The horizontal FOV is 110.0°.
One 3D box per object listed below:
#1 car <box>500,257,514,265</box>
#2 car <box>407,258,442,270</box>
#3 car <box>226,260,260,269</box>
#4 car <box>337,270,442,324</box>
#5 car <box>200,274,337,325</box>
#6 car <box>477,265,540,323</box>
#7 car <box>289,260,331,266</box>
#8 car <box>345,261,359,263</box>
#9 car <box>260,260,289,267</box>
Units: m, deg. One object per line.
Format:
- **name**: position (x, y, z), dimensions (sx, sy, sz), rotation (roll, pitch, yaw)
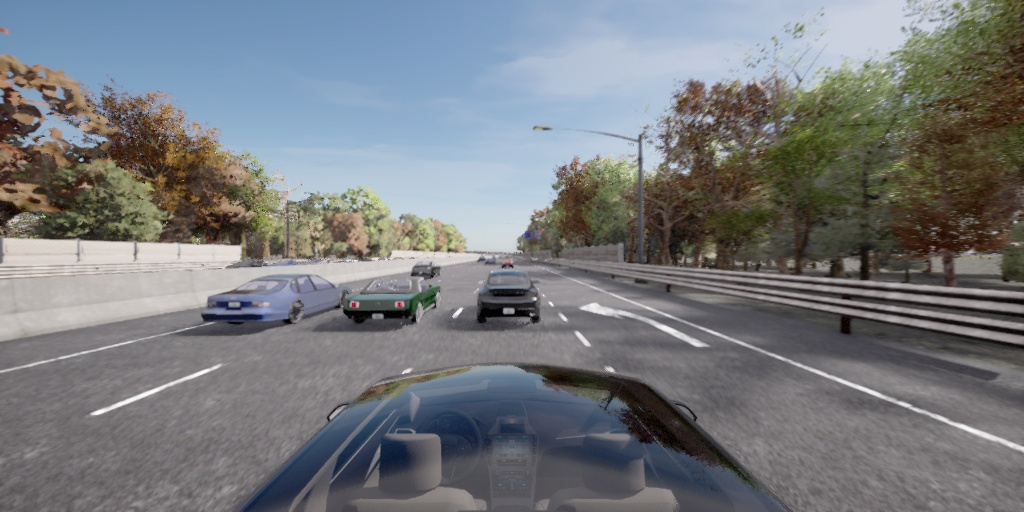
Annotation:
- **car**: position (-0.702, 1.182, 57.442), dimensions (1.895, 1.301, 4.718), rotation (0, 0, -1)
- **car**: position (-7.363, 1.161, 31.257), dimensions (2.128, 1.511, 4.902), rotation (0, 0, -1)
- **car**: position (-28.518, 1.177, 38.821), dimensions (1.837, 1.490, 4.892), rotation (0, 0, 0)
- **car**: position (-3.616, 1.325, 11.821), dimensions (1.895, 1.301, 4.718), rotation (0, 0, -1)
- **car**: position (-7.112, 1.276, 11.652), dimensions (2.033, 1.411, 5.357), rotation (0, 0, -1)
- **car**: position (-0.115, 1.225, 12.035), dimensions (1.837, 1.490, 4.892), rotation (0, 0, -1)
- **car**: position (-21.527, 1.155, 39.228), dimensions (2.128, 1.511, 4.902), rotation (0, 0, 0)
- **car**: position (-18.037, 1.219, 40.358), dimensions (1.994, 1.385, 4.181), rotation (0, 0, 0)
- **car**: position (-25.029, 1.192, 39.541), dimensions (1.812, 1.442, 4.674), rotation (0, 0, 0)
